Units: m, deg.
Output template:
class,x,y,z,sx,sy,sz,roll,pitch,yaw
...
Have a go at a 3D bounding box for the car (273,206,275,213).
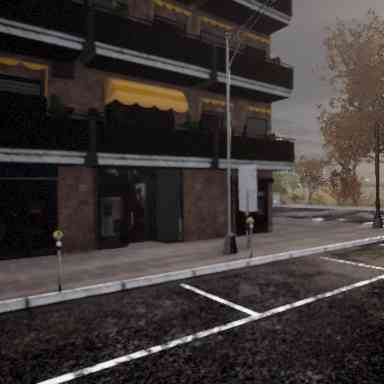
class,x,y,z,sx,sy,sz,roll,pitch,yaw
car,5.908,1.466,33.029,1.882,1.535,5.008,-1,1,-37
